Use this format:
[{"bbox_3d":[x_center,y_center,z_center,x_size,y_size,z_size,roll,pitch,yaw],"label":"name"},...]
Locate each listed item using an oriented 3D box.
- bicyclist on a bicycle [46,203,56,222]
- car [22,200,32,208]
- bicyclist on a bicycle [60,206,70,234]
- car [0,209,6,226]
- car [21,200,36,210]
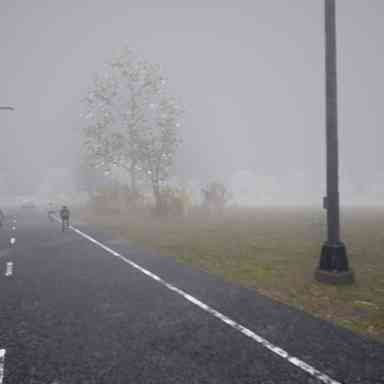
[{"bbox_3d":[-12.014,1.747,28.395,0.866,1.612,1.509,-1,0,-28],"label":"bicyclist on a bicycle"},{"bbox_3d":[-33.067,2.320,66.556,1.812,1.442,4.674,-1,0,-28],"label":"car"},{"bbox_3d":[-7.563,1.659,19.837,0.582,1.620,1.656,-1,-1,-28],"label":"bicyclist on a bicycle"},{"bbox_3d":[-15.566,1.886,25.724,2.033,1.411,5.357,-1,0,-28],"label":"car"},{"bbox_3d":[-27.728,2.234,56.542,1.994,1.385,4.181,-1,0,-27],"label":"car"}]
